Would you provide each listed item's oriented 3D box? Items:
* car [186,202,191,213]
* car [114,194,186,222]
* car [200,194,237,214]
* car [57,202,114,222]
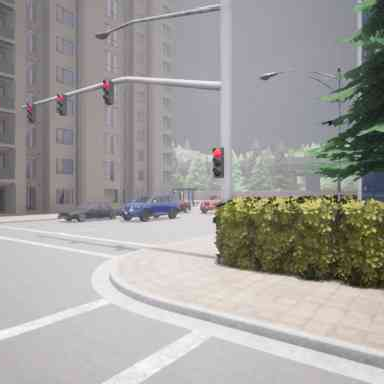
[{"bbox_3d":[-2.088,1.478,34.469,1.882,1.535,5.008,0,0,36],"label":"car"},{"bbox_3d":[-3.269,1.221,26.946,2.150,2.045,5.566,0,0,36],"label":"car"},{"bbox_3d":[3.074,1.221,35.581,2.150,2.045,5.566,0,0,36],"label":"car"},{"bbox_3d":[-7.891,1.547,26.560,2.033,1.411,5.357,0,0,36],"label":"car"}]
